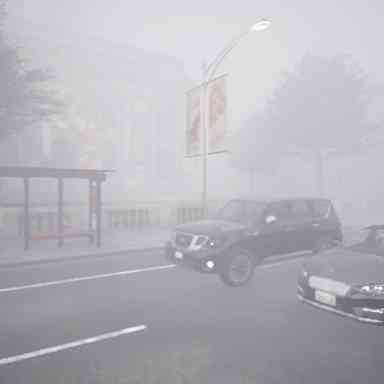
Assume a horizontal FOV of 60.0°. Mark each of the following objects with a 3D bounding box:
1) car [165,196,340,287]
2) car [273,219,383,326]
[{"bbox_3d":[1.982,1.139,9.453,5.566,2.045,2.150,0,1,-34],"label":"car"},{"bbox_3d":[4.203,1.434,6.723,4.902,1.511,2.128,0,1,-33],"label":"car"}]
